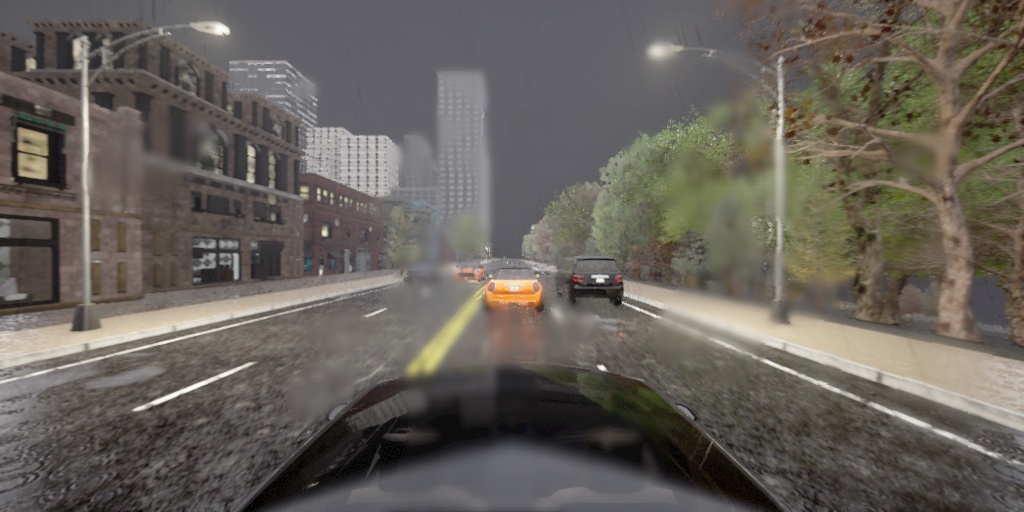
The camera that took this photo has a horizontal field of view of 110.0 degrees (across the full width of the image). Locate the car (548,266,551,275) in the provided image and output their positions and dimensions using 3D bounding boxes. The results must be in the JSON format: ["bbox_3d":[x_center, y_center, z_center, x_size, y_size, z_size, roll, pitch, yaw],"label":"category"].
[{"bbox_3d":[3.312,1.503,41.205,1.895,1.301,4.718,0,0,0],"label":"car"}]

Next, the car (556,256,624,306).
[{"bbox_3d":[3.337,1.030,16.250,2.150,2.045,5.566,0,0,0],"label":"car"}]

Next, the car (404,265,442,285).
[{"bbox_3d":[-6.622,1.398,27.430,2.033,1.411,5.357,0,0,0],"label":"car"}]

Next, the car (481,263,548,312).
[{"bbox_3d":[0.088,1.152,14.526,2.097,1.767,4.553,0,0,0],"label":"car"}]

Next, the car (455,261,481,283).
[{"bbox_3d":[-3.370,1.210,29.403,2.097,1.767,4.553,0,0,0],"label":"car"}]
